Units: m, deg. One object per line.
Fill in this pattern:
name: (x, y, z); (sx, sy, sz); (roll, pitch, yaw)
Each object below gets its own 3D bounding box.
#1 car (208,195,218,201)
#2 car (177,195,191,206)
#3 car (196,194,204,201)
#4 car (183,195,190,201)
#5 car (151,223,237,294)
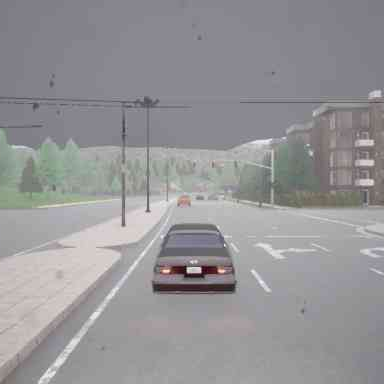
car: (5.566, 1.539, 85.517); (2.033, 1.411, 5.357); (0, 0, 0)
car: (-1.302, 1.352, 54.653); (2.097, 1.767, 4.553); (0, 0, -1)
car: (2.066, 1.477, 85.513); (1.882, 1.535, 5.008); (0, 0, 0)
car: (-1.434, 1.523, 85.478); (1.812, 1.442, 4.674); (0, 0, 0)
car: (0.051, 1.547, 8.906); (2.033, 1.411, 5.357); (0, 0, 0)
